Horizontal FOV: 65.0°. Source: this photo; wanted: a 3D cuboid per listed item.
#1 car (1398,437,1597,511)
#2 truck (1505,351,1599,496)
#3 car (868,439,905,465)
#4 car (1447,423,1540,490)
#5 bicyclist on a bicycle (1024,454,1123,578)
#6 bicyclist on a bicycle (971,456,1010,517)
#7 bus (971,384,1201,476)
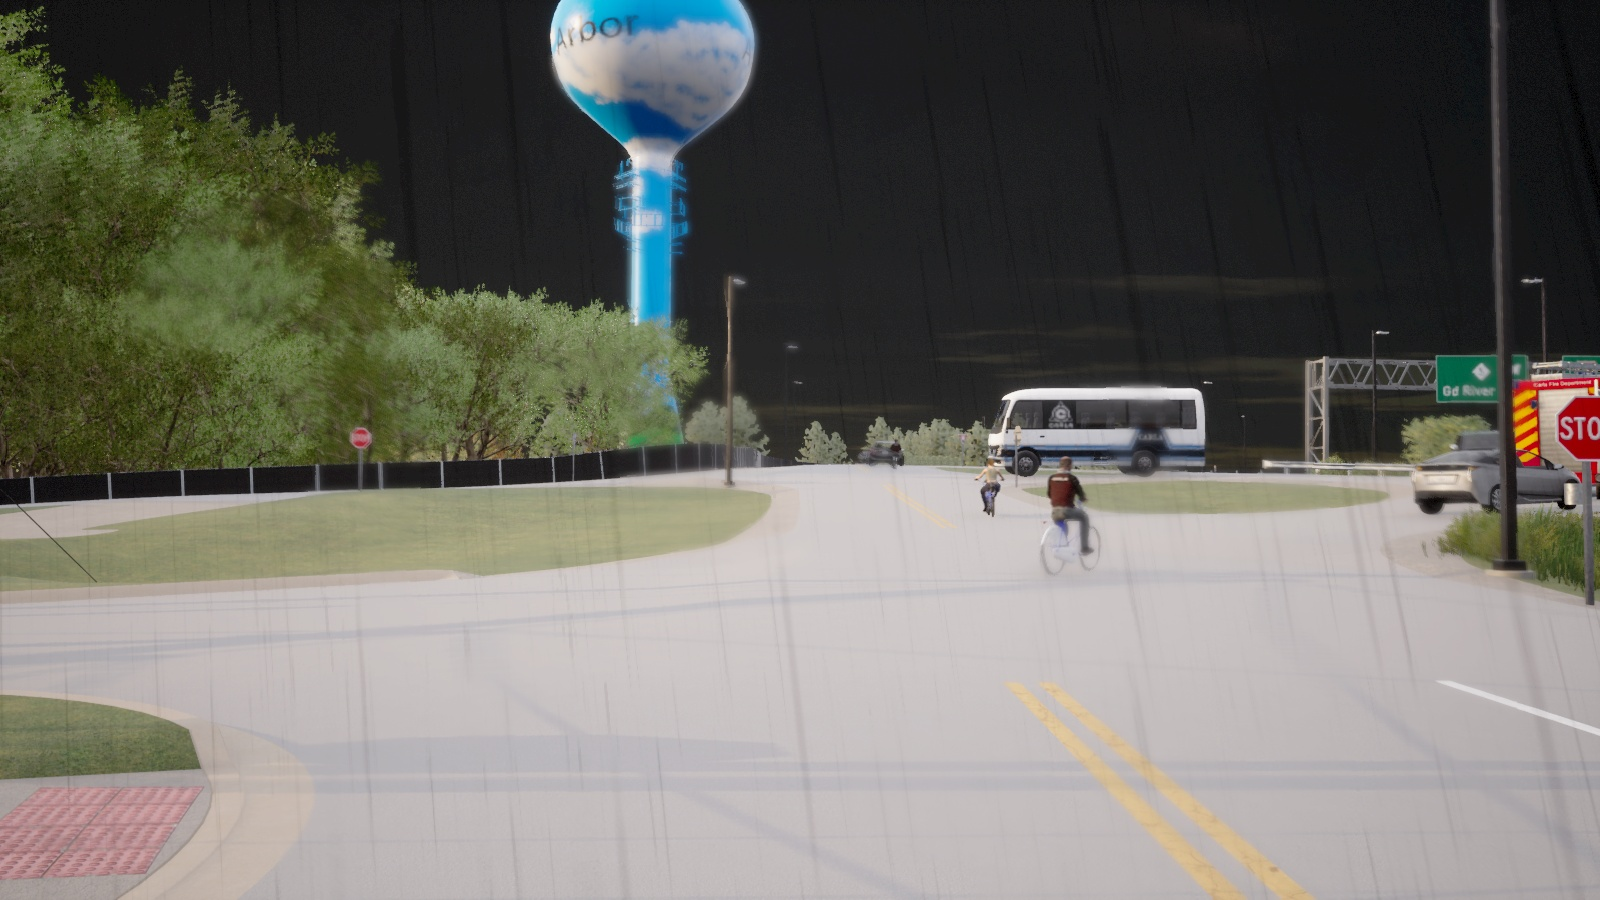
[{"bbox_3d":[16.542,0.550,29.741,4.514,1.525,2.007,-2,-1,-30],"label":"car"},{"bbox_3d":[23.870,-0.754,36.702,8.468,3.827,2.891,-1,-1,-41],"label":"truck"},{"bbox_3d":[5.763,0.124,82.971,2.242,1.667,4.611,0,0,7],"label":"car"},{"bbox_3d":[22.901,0.188,41.651,2.150,2.045,5.566,-2,0,24],"label":"car"},{"bbox_3d":[4.124,0.952,18.863,0.659,1.776,1.843,-1,-1,40],"label":"bicyclist on a bicycle"},{"bbox_3d":[5.294,0.998,34.964,0.866,1.612,1.509,0,0,1],"label":"bicyclist on a bicycle"},{"bbox_3d":[13.734,-0.961,61.020,10.273,4.253,3.944,0,1,1],"label":"bus"}]
